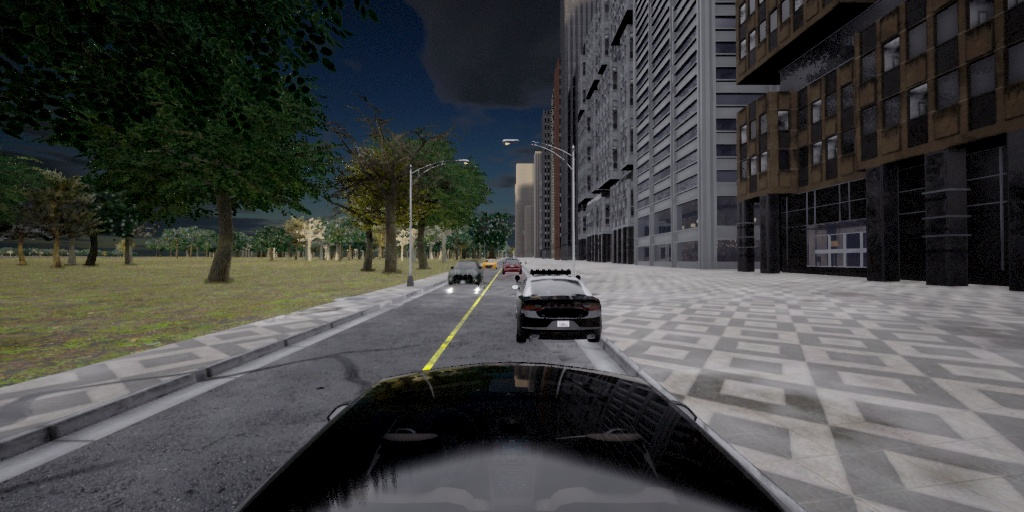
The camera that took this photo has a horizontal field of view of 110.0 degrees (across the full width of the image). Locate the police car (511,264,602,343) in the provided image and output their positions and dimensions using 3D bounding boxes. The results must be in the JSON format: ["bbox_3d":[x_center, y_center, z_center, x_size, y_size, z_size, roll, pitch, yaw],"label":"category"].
[{"bbox_3d":[1.038,1.174,9.859,1.930,1.638,5.238,0,0,0],"label":"police car"}]

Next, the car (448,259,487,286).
[{"bbox_3d":[-3.137,1.089,25.088,2.097,1.767,4.553,0,0,0],"label":"car"}]

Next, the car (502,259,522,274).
[{"bbox_3d":[0.018,1.063,39.647,2.097,1.767,4.553,0,0,0],"label":"car"}]

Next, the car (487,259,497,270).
[{"bbox_3d":[-3.078,1.168,50.530,1.882,1.535,5.008,0,0,0],"label":"car"}]
